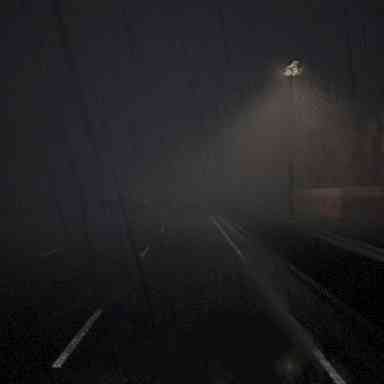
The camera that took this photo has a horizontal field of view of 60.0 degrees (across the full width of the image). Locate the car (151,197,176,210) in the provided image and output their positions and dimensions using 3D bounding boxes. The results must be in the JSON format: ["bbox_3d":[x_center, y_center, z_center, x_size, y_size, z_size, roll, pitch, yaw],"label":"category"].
[{"bbox_3d":[-3.507,1.492,42.452,2.128,1.511,4.902,0,0,0],"label":"car"}]

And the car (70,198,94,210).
[{"bbox_3d":[-14.011,1.525,42.415,1.812,1.442,4.674,0,0,0],"label":"car"}]

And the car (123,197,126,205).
[{"bbox_3d":[-10.497,1.477,54.748,1.882,1.535,5.008,0,0,0],"label":"car"}]

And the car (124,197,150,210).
[{"bbox_3d":[-7.011,1.601,42.524,1.895,1.301,4.718,0,0,0],"label":"car"}]

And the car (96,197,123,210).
[{"bbox_3d":[-10.509,1.506,42.311,1.837,1.490,4.892,0,0,0],"label":"car"}]

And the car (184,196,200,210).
[{"bbox_3d":[-0.008,1.564,42.898,1.994,1.385,4.181,0,0,0],"label":"car"}]

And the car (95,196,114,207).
[{"bbox_3d":[-14.006,1.506,53.644,1.837,1.490,4.892,0,0,0],"label":"car"}]

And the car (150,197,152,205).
[{"bbox_3d":[-7.008,1.547,53.549,2.033,1.411,5.357,0,0,0],"label":"car"}]

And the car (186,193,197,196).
[{"bbox_3d":[-0.003,1.219,54.045,2.150,2.045,5.566,0,0,0],"label":"car"}]
